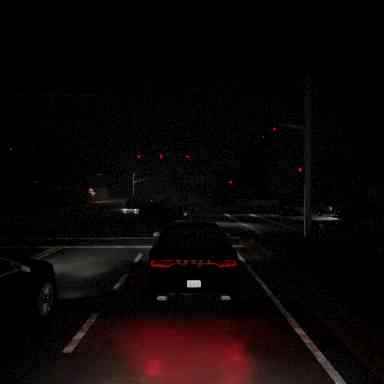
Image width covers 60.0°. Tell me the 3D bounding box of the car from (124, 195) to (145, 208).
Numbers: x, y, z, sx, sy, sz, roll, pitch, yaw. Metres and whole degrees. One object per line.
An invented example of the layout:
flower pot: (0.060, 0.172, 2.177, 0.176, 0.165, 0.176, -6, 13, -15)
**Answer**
car: (-8.308, 1.478, 47.139, 1.882, 1.535, 5.008, 0, 1, -1)

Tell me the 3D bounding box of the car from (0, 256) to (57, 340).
car: (-3.468, 1.492, 4.386, 2.128, 1.511, 4.902, 0, 0, 0)

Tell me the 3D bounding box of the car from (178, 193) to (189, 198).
car: (-1.901, 1.225, 74.242, 2.150, 2.045, 5.566, 0, 0, -1)

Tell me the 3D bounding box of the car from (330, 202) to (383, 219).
car: (14.761, 1.564, 28.959, 4.181, 1.385, 1.994, 0, 0, -2)

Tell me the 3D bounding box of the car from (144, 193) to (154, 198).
car: (-8.720, 1.224, 66.214, 2.150, 2.045, 5.566, 0, 0, -1)

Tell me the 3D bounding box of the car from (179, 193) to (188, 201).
car: (-2.183, 1.225, 84.975, 2.150, 2.045, 5.566, 0, 0, -1)

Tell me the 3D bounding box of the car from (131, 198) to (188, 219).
car: (-2.421, 1.491, 27.682, 4.902, 1.511, 2.128, 0, 0, 40)

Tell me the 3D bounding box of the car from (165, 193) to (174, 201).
car: (-5.689, 1.269, 85.147, 2.097, 1.767, 4.553, 0, 0, -1)

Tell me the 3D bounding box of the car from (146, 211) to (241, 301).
car: (0.001, 1.478, 8.378, 1.882, 1.535, 5.008, 0, 0, -1)

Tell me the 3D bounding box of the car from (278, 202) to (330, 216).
car: (10.865, 1.601, 32.348, 4.718, 1.301, 1.895, 0, 0, -2)

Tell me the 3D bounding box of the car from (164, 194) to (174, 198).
car: (-5.416, 1.533, 74.542, 2.033, 1.411, 5.357, 0, 0, -1)
